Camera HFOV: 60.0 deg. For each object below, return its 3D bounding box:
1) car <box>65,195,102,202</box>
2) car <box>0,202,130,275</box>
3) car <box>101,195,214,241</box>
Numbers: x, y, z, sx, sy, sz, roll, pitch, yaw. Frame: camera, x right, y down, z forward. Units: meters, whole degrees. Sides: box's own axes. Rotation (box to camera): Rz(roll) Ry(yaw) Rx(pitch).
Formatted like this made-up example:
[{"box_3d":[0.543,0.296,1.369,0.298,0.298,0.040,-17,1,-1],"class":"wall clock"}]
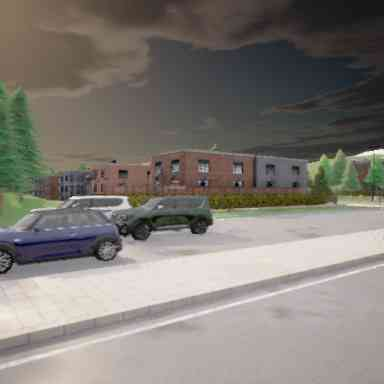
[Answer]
[{"box_3d":[-5.908,1.212,18.153,5.566,2.045,2.150,0,0,-35],"class":"car"},{"box_3d":[-4.608,1.347,10.503,4.553,1.767,2.097,0,0,-35],"class":"car"},{"box_3d":[-1.440,1.205,17.008,5.566,2.045,2.150,0,0,-35],"class":"car"}]
